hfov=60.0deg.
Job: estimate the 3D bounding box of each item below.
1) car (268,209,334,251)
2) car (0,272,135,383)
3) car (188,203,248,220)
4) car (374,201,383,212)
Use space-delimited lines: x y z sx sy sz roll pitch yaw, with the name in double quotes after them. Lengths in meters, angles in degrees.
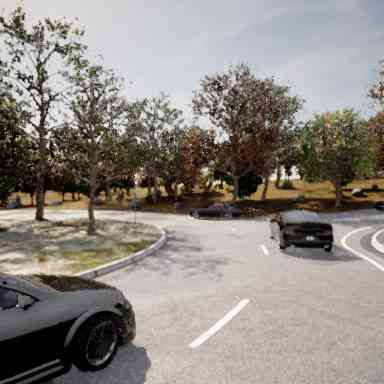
4.405 1.465 14.033 1.882 1.535 5.008 0 0 7 "car"
-2.716 1.566 3.859 1.994 1.385 4.181 0 0 41 "car"
2.089 1.589 27.276 4.718 1.301 1.895 -1 -1 29 "car"
16.919 0.819 26.322 4.718 1.301 1.895 -6 1 -14 "car"
